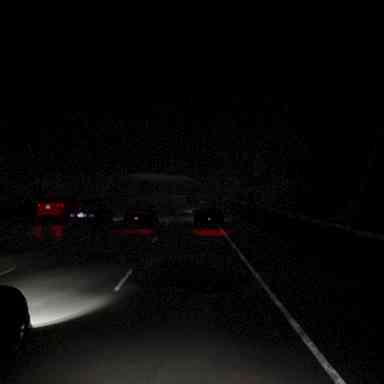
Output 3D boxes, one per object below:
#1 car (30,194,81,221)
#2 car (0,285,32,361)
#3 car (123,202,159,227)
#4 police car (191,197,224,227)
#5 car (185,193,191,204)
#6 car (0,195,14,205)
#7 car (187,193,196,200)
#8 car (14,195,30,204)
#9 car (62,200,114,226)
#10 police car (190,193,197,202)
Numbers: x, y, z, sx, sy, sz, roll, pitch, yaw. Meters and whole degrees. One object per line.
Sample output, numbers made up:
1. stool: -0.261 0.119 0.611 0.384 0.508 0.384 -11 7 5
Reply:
1. car: -10.390 1.169 26.732 2.150 2.045 5.566 0 0 0
2. car: -3.400 1.573 3.303 1.994 1.385 4.181 0 0 0
3. car: -3.401 1.448 22.793 1.882 1.535 5.008 0 0 0
4. police car: 1.049 1.397 22.577 1.930 1.638 5.238 0 0 0
5. car: -0.001 1.031 55.282 2.097 1.767 4.553 0 1 0
6. car: -28.061 1.199 51.015 1.882 1.535 5.008 0 1 0
7. car: -0.002 0.905 70.363 1.837 1.490 4.892 0 1 0
8. car: -24.560 1.213 50.939 2.128 1.511 4.902 0 1 0
9. car: -6.901 1.515 23.329 2.033 1.411 5.357 0 0 0
10. police car: 1.048 1.269 38.593 1.930 1.638 5.238 0 1 0
